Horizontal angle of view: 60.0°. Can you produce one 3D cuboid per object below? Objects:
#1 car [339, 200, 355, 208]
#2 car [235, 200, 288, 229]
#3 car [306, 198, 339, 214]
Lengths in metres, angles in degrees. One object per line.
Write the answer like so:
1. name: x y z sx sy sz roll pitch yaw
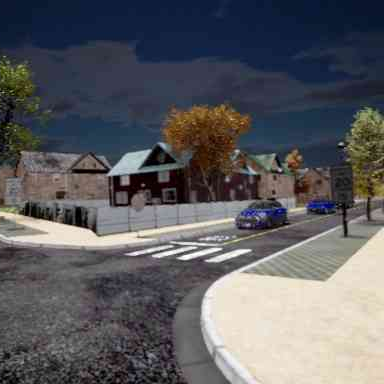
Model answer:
1. car: 20.241 1.367 43.971 1.837 1.490 4.892 -3 -2 35
2. car: 4.536 1.361 21.487 2.097 1.767 4.553 -3 -2 35
3. car: 13.028 1.405 33.685 1.882 1.535 5.008 -3 -2 35
